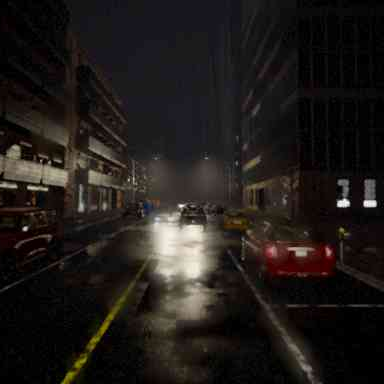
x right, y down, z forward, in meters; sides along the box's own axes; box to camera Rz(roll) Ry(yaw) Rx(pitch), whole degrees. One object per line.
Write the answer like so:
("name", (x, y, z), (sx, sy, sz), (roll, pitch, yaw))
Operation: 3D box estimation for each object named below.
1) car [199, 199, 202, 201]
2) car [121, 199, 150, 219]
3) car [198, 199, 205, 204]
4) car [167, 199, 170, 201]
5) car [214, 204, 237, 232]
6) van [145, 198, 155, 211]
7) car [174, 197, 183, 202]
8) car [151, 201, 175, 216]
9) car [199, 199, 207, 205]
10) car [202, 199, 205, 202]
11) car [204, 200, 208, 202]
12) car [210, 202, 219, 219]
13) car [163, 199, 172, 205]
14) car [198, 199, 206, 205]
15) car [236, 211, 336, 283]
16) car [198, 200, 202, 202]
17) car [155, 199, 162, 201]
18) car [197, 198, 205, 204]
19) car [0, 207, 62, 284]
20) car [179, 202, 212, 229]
("car", (2.587, 2.352, 72.728), (1.802, 1.307, 4.206), (1, -1, 0))
("car", (-5.711, 1.789, 32.963), (1.967, 1.590, 4.097), (1, -1, 0))
("car", (2.567, 2.500, 89.823), (1.887, 1.381, 4.507), (1, -1, 0))
("car", (-5.753, 2.256, 67.146), (1.887, 1.381, 4.507), (1, -1, 0))
("car", (2.648, 1.754, 21.622), (1.752, 1.417, 4.829), (1, -1, 0))
("van", (-5.715, 1.749, 38.662), (1.690, 1.788, 3.998), (1, -1, 0))
("car", (-3.092, 1.805, 78.689), (2.097, 1.767, 4.553), (0, -1, 0))
("car", (-3.138, 2.001, 37.912), (1.895, 1.301, 4.718), (0, -1, 0))
("car", (2.581, 2.376, 78.426), (1.887, 1.381, 4.507), (1, -1, 0))
("car", (2.621, 1.993, 44.412), (1.752, 1.417, 4.829), (1, -1, 0))
("car", (2.628, 1.951, 38.544), (1.887, 1.381, 4.507), (1, -1, 0))
("car", (2.634, 1.897, 32.847), (2.008, 1.369, 4.403), (1, -1, 0))
("car", (-5.766, 2.357, 78.371), (1.752, 1.417, 4.829), (1, -1, 0))
("car", (2.574, 2.420, 84.295), (1.752, 1.417, 4.829), (1, -1, 0))
("car", (2.663, 1.547, 10.058), (1.967, 1.590, 4.097), (1, -1, 0))
("car", (0.051, 2.041, 41.838), (1.895, 1.301, 4.718), (0, -1, 0))
("car", (-5.721, 1.783, 44.359), (2.192, 1.841, 5.009), (1, -1, 0))
("car", (2.561, 2.568, 95.519), (2.008, 1.369, 4.403), (1, -1, 0))
("car", (-5.681, 1.424, 10.175), (2.192, 1.841, 5.009), (1, -1, 0))
("car", (0.073, 1.745, 23.806), (2.128, 1.511, 4.902), (0, 0, 0))
